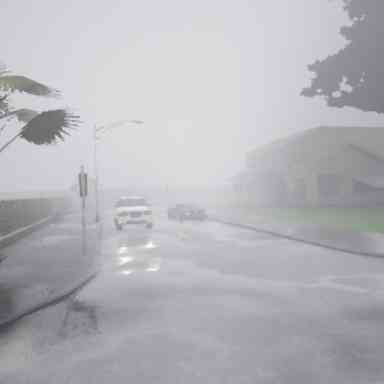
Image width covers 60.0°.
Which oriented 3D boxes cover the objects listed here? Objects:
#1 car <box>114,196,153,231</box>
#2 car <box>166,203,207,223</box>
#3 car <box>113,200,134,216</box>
[{"bbox_3d":[-3.980,1.297,22.172,2.150,2.045,5.566,-2,0,-15],"label":"car"},{"bbox_3d":[-0.505,1.509,25.072,2.033,1.411,5.357,-2,0,-18],"label":"car"},{"bbox_3d":[-7.696,1.702,36.970,2.033,1.411,5.357,-2,0,-14],"label":"car"}]
